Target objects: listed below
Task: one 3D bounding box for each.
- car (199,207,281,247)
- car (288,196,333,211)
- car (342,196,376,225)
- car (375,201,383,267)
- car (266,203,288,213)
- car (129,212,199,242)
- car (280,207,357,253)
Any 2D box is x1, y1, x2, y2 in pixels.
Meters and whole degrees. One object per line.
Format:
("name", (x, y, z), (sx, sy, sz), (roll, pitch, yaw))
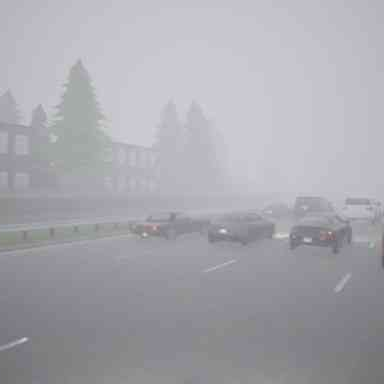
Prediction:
("car", (2.430, 1.631, 15.761), (1.994, 1.385, 4.181), (0, 0, 34))
("car", (10.018, 1.342, 27.259), (2.150, 2.045, 5.566), (0, 0, 34))
("car", (12.929, 1.337, 25.316), (2.150, 2.045, 5.566), (0, 0, 34))
("car", (7.564, 1.274, 10.860), (2.150, 2.045, 5.566), (0, 0, 34))
("car", (7.792, 1.694, 30.213), (1.994, 1.385, 4.181), (0, 0, 34))
("car", (-0.918, 1.669, 17.057), (1.895, 1.301, 4.718), (0, 0, 34))
("car", (5.502, 1.588, 14.059), (1.812, 1.442, 4.674), (0, 0, 34))
